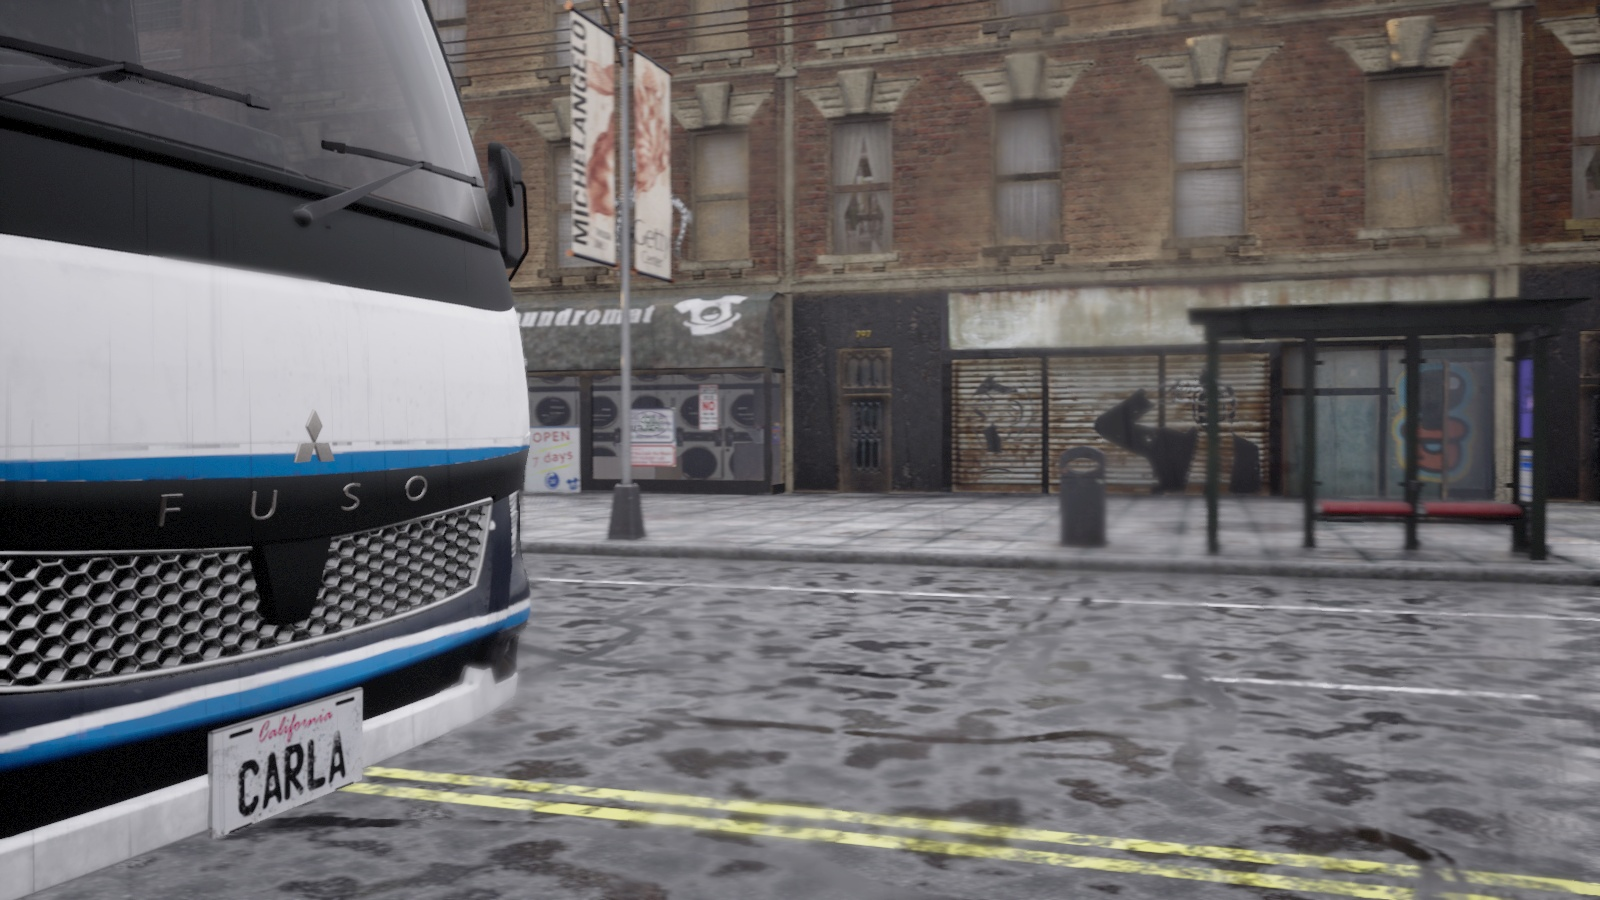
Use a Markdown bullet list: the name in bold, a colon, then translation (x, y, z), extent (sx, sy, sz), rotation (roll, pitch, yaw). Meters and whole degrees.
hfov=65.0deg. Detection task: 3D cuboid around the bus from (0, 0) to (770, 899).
- **bus**: translation (-5.635, -0.652, 5.068), extent (10.273, 4.253, 3.944), rotation (1, 1, 19)
